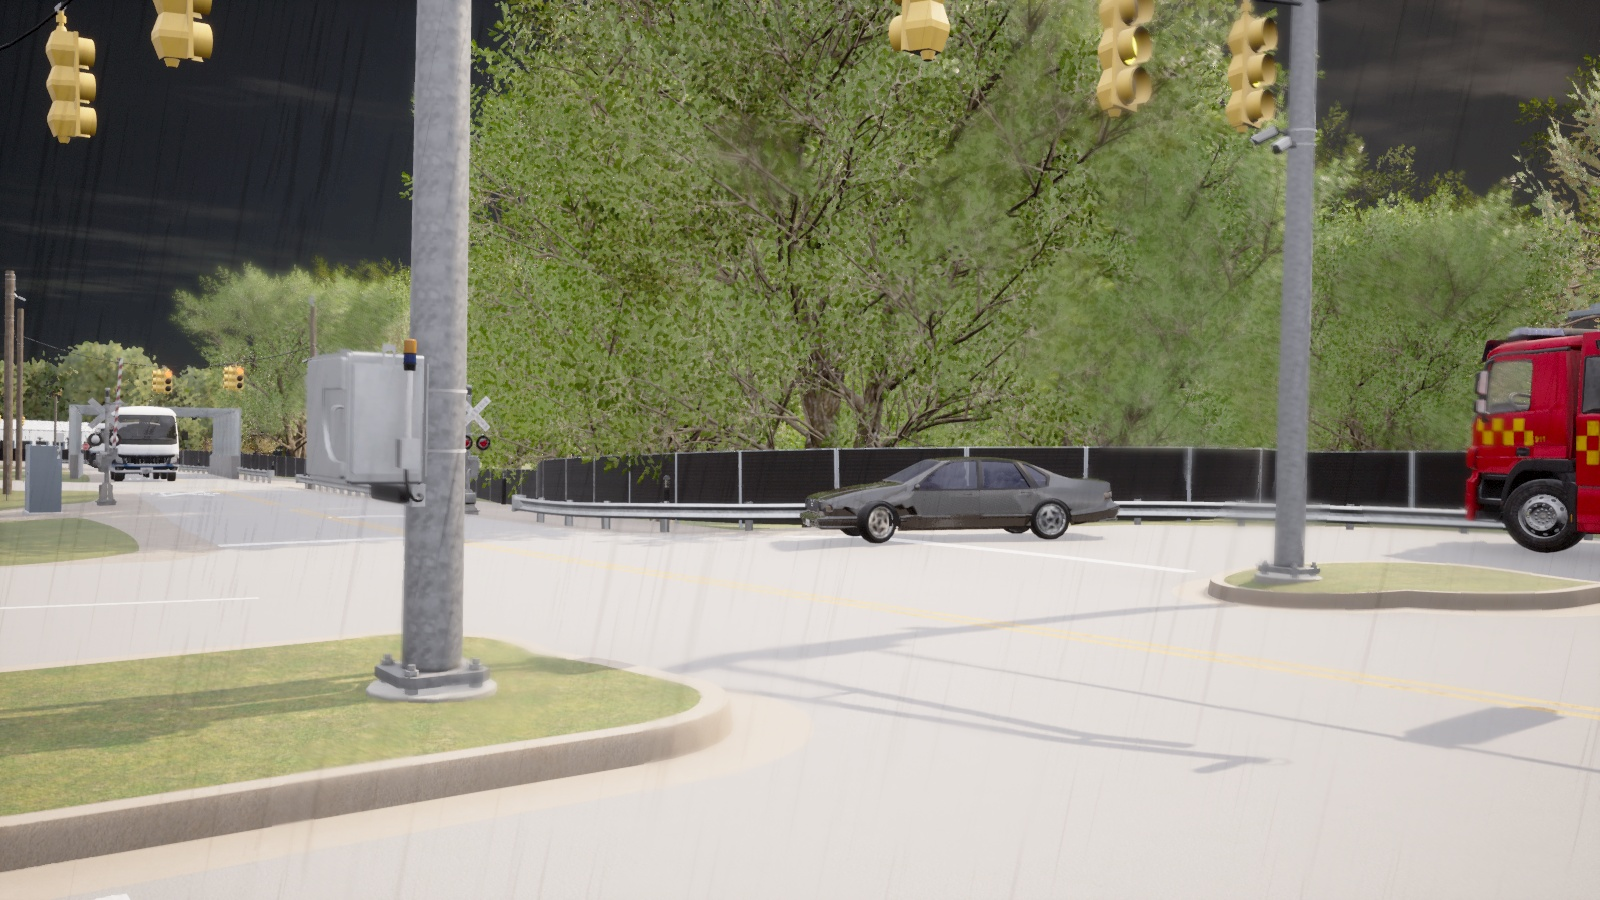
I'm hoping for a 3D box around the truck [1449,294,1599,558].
[{"bbox_3d":[13.218,-0.340,17.421,2.891,3.827,8.468,0,1,-10],"label":"truck"}]

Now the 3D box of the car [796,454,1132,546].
[{"bbox_3d":[2.765,0.806,21.675,5.357,1.411,2.033,-1,0,-11],"label":"car"}]

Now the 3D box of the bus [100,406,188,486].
[{"bbox_3d":[-38.124,-0.189,72.778,3.944,4.253,10.273,0,0,-31],"label":"bus"}]
